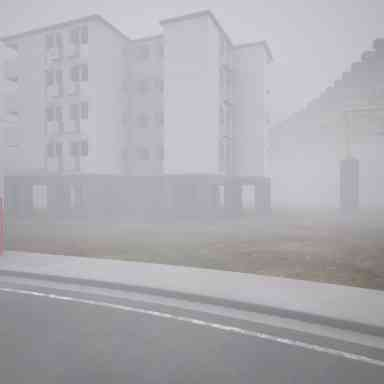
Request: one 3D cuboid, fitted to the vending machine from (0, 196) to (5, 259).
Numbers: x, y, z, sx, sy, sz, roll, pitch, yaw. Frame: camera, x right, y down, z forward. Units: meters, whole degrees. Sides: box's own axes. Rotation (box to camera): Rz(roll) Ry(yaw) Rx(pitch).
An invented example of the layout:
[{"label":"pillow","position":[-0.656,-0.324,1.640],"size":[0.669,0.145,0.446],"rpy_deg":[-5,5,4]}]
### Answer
[{"label":"vending machine","position":[-6.995,1.195,10.984],"size":[0.880,2.100,1.100],"rpy_deg":[0,0,21]}]
